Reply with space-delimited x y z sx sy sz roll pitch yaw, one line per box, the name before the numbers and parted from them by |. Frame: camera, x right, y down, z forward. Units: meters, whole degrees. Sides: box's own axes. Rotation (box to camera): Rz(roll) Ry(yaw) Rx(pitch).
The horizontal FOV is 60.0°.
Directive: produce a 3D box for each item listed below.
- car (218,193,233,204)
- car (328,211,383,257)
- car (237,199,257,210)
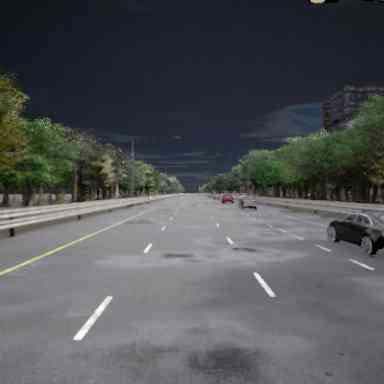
car | 7.091 1.271 67.559 2.150 2.045 5.566 0 0 0
car | 6.998 1.492 13.004 2.128 1.511 4.902 0 0 0
car | 7.013 1.566 42.575 2.033 1.411 5.357 0 0 0
